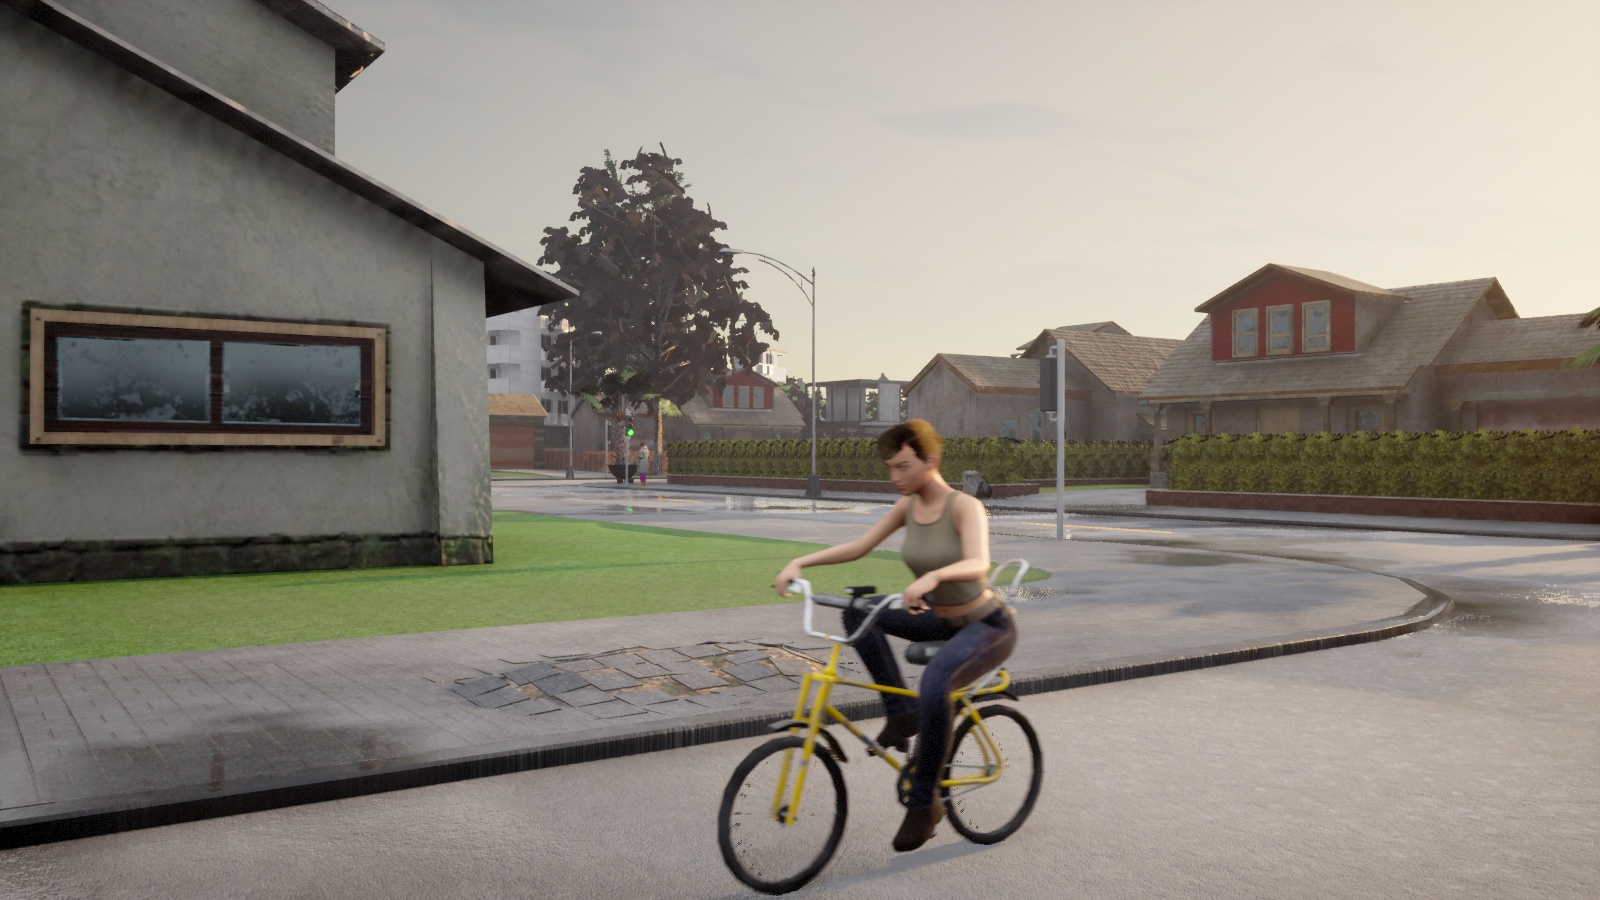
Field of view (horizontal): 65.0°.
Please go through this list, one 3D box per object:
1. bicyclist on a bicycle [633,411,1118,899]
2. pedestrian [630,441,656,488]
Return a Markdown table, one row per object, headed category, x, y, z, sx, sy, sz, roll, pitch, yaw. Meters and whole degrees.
| category | x | y | z | sx | sy | sz | roll | pitch | yaw |
| --- | --- | --- | --- | --- | --- | --- | --- | --- | --- |
| bicyclist on a bicycle | 0.283 | 0.692 | 4.474 | 1.509 | 1.612 | 0.866 | 0 | 0 | -35 |
| pedestrian | -6.603 | 0.598 | 52.738 | 0.873 | 1.952 | 0.659 | 0 | 0 | 35 |
